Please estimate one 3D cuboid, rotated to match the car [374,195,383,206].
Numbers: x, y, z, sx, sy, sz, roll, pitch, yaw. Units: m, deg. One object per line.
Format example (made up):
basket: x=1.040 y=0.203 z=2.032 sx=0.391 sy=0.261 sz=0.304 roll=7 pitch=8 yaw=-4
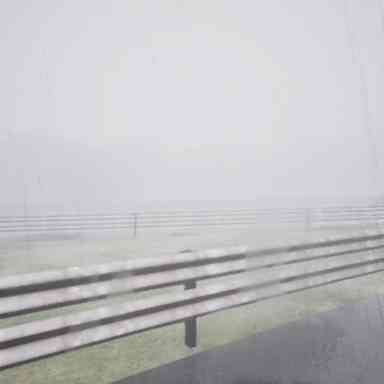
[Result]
car: x=21.299 y=0.992 z=34.109 sx=4.553 sy=1.767 sz=2.097 roll=-1 pitch=1 yaw=-7
